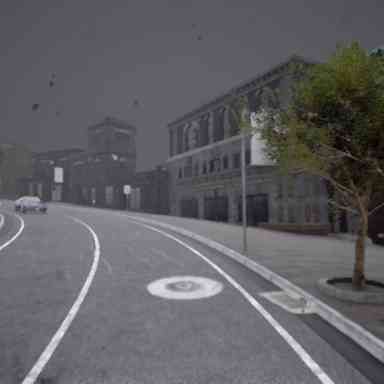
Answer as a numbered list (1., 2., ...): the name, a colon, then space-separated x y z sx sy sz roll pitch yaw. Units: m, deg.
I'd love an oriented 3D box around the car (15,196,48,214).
1. car: -14.101 1.092 29.077 1.812 1.442 4.674 3 0 -39
